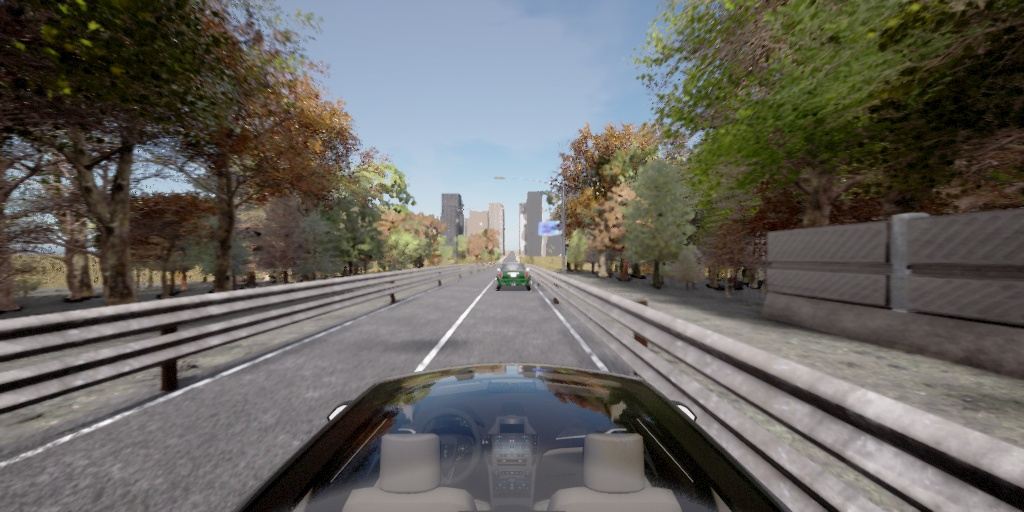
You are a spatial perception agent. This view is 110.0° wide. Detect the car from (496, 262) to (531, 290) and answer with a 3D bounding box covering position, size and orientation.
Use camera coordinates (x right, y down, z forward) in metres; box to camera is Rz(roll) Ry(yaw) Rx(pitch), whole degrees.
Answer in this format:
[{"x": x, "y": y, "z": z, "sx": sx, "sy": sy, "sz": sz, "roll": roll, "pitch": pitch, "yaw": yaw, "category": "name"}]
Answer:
[{"x": 0.086, "y": 1.183, "z": 23.426, "sx": 2.097, "sy": 1.767, "sz": 4.553, "roll": -1, "pitch": 0, "yaw": 0, "category": "car"}]
